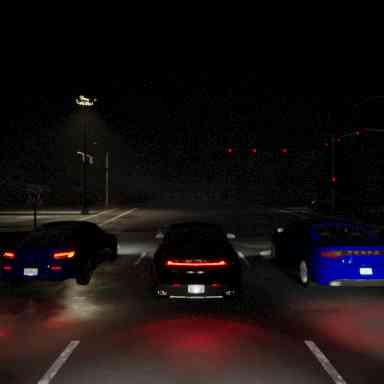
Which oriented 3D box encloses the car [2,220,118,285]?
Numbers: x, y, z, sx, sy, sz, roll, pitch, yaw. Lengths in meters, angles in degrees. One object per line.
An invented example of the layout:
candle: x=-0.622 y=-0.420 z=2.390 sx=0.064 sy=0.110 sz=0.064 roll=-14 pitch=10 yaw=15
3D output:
car: x=-3.414 y=1.526 z=9.353 sx=1.812 sy=1.442 sz=4.674 roll=0 pitch=0 yaw=0

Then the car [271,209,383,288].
car: x=3.589 y=1.478 z=9.307 sx=1.882 sy=1.535 sz=5.008 roll=0 pitch=0 yaw=0

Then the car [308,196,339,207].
car: x=18.368 y=1.351 z=45.741 sx=4.553 sy=1.767 sz=2.097 roll=0 pitch=0 yaw=3

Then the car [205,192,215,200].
car: x=5.289 y=1.471 z=92.261 sx=1.882 sy=1.535 sz=5.008 roll=0 pitch=0 yaw=0

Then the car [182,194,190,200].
car: x=-1.709 y=1.547 z=92.706 sx=1.994 sy=1.385 sz=4.181 roll=0 pitch=0 yaw=0

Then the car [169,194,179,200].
car: x=-5.207 y=1.350 z=93.074 sx=2.097 sy=1.767 sz=4.553 roll=0 pitch=0 yaw=0

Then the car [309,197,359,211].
car: x=16.574 y=1.601 z=38.587 sx=4.718 sy=1.301 sz=1.895 roll=0 pitch=0 yaw=-1

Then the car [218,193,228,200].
car: x=8.788 y=1.218 z=91.860 sx=2.150 sy=2.045 sz=5.566 roll=0 pitch=0 yaw=0

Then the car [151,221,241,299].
car: x=0.087 y=1.505 z=8.430 sx=1.837 sy=1.490 sz=4.892 roll=0 pitch=0 yaw=0

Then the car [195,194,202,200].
car: x=1.789 y=1.471 z=92.275 sx=1.882 sy=1.535 sz=5.008 roll=0 pitch=0 yaw=0
